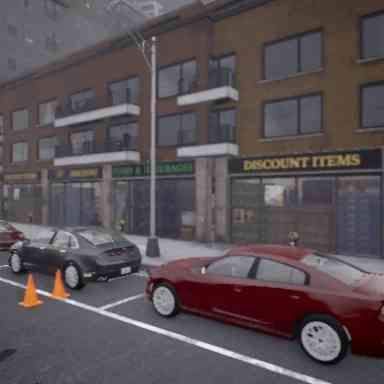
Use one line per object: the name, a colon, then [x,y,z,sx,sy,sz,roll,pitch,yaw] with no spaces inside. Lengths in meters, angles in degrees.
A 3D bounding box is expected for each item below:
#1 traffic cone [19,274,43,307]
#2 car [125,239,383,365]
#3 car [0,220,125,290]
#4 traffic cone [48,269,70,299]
traffic cone: [-3.300,1.990,6.825,0.340,0.580,0.340,0,0,36]
car: [1.143,1.591,5.819,4.507,1.381,1.887,0,0,36]
car: [-3.313,1.601,9.075,4.403,1.369,2.008,0,0,36]
traffic cone: [-2.938,1.995,7.338,0.340,0.580,0.340,0,0,37]
